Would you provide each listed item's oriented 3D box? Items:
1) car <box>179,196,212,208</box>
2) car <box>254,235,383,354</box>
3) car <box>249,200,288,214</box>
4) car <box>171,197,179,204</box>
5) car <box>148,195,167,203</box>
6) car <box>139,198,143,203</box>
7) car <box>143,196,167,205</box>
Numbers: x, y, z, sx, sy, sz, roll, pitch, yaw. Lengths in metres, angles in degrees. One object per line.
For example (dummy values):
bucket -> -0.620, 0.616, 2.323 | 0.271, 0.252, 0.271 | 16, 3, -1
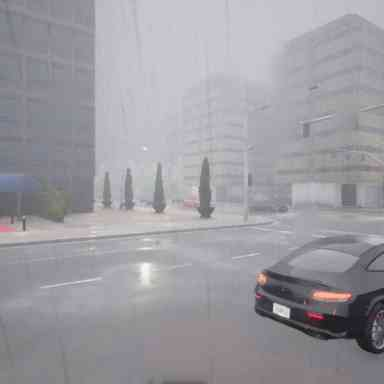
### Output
car -> 0.713, 1.351, 45.758 | 2.097, 1.767, 4.553 | 0, 0, -35
car -> 3.158, 1.526, 6.073 | 4.674, 1.442, 1.812 | 0, 0, -35
car -> 8.095, 1.564, 35.298 | 1.994, 1.385, 4.181 | 0, 0, -36
car -> -2.049, 1.525, 62.228 | 1.812, 1.442, 4.674 | 0, 0, -35
car -> -7.333, 1.502, 69.704 | 1.837, 1.490, 4.892 | 0, 0, -35
car -> -8.777, 1.563, 65.729 | 1.994, 1.385, 4.181 | 0, 0, -35
car -> -5.884, 1.563, 55.174 | 1.994, 1.385, 4.181 | 0, 0, -35
